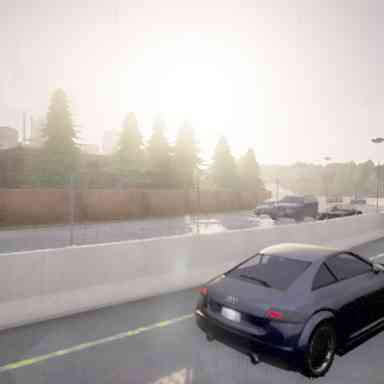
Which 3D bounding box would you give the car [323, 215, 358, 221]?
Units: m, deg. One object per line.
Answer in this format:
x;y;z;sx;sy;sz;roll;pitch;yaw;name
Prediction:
10.745;1.620;23.999;1.895;1.301;4.718;0;0;40;car

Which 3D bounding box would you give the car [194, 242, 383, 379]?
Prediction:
2.077;1.571;5.614;4.181;1.385;1.994;0;0;-39;car
